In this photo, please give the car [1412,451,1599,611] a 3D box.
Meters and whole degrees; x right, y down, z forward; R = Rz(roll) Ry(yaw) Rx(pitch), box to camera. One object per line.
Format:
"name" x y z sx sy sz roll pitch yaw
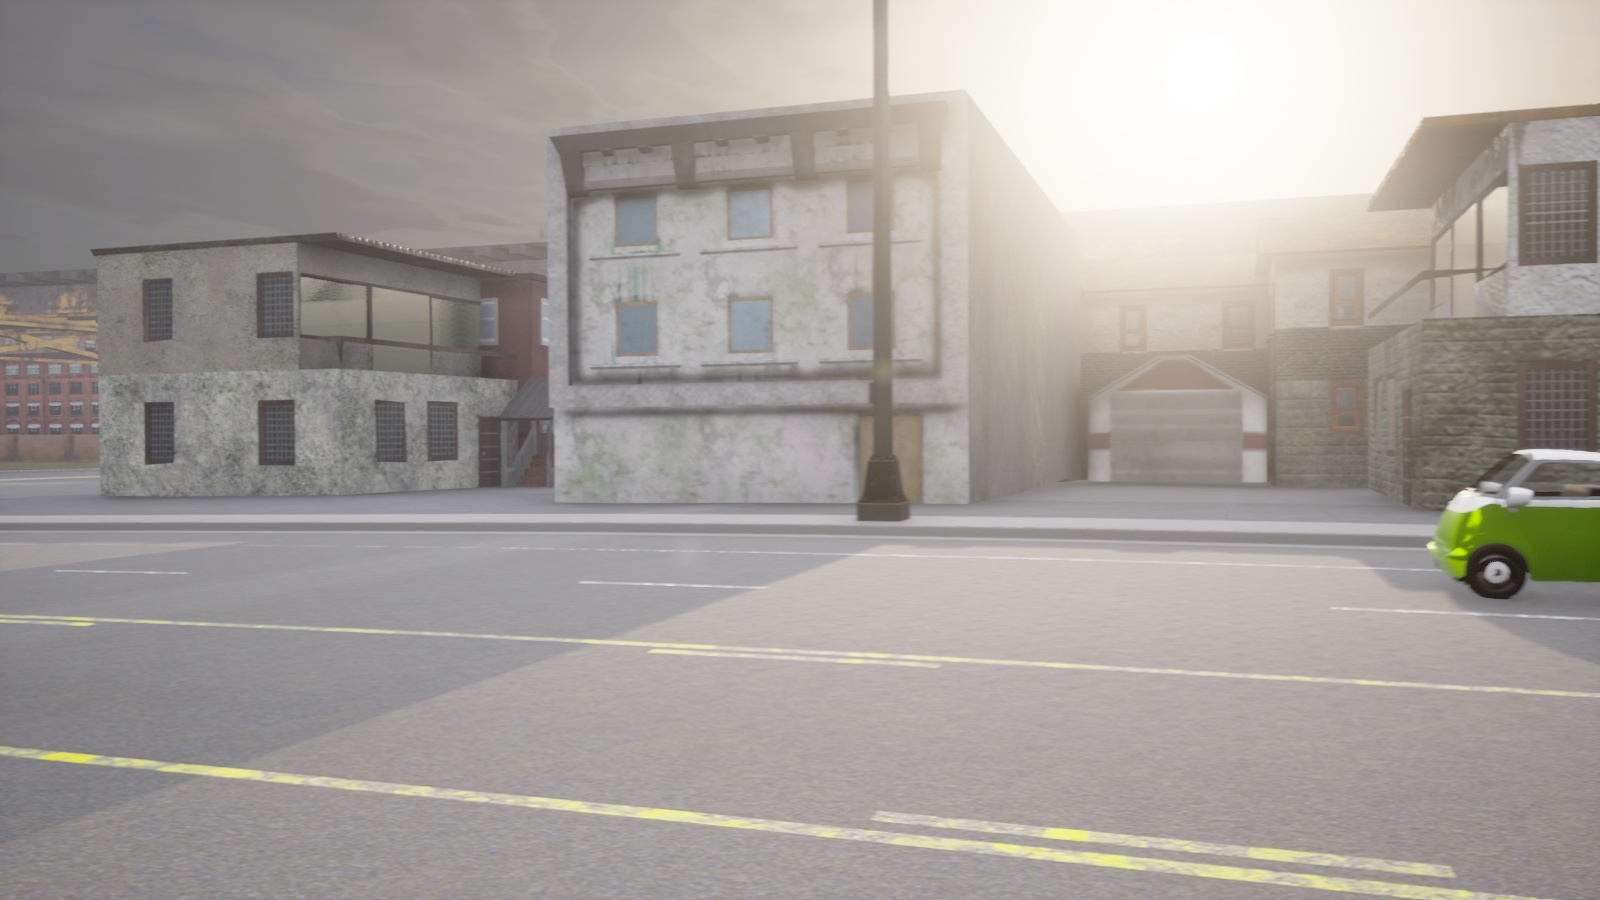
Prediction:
"car" 7.125 0.725 11.874 2.207 1.376 1.481 1 1 19
